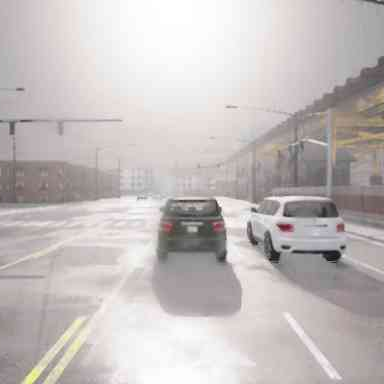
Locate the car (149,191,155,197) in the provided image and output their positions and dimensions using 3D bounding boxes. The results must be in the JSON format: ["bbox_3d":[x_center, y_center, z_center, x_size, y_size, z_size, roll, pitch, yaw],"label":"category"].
[{"bbox_3d":[-7.625,1.114,74.002,2.033,1.411,5.357,0,0,0],"label":"car"}]

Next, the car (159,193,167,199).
[{"bbox_3d":[-7.761,1.006,89.637,1.812,1.442,4.674,0,0,0],"label":"car"}]

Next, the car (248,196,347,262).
[{"bbox_3d":[3.454,1.152,11.964,2.150,2.045,5.566,0,0,0],"label":"car"}]

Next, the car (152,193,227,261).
[{"bbox_3d":[-0.042,1.149,12.055,2.150,2.045,5.566,0,0,-1],"label":"car"}]

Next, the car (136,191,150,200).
[{"bbox_3d":[-11.125,1.099,73.911,1.812,1.442,4.674,0,0,0],"label":"car"}]
